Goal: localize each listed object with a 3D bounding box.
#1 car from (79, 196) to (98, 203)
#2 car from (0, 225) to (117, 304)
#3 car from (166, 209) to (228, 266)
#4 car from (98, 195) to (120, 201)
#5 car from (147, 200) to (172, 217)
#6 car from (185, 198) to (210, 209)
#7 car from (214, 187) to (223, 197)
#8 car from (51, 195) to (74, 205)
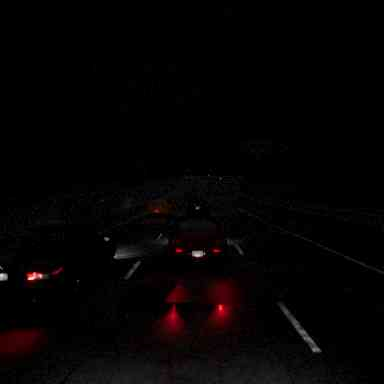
[{"bbox_3d":[-16.314,1.351,52.773,1.994,1.385,4.181,0,1,3],"label":"car"},{"bbox_3d":[-3.353,1.543,8.371,2.033,1.411,5.357,0,0,1],"label":"car"},{"bbox_3d":[0.182,1.521,11.438,1.812,1.442,4.674,0,0,1],"label":"car"},{"bbox_3d":[-12.815,1.267,52.765,1.882,1.535,5.008,0,1,3],"label":"car"},{"bbox_3d":[-2.945,1.458,30.883,1.882,1.535,5.008,0,0,2],"label":"car"},{"bbox_3d":[0.509,1.338,29.105,2.097,1.767,4.553,0,0,1],"label":"car"},{"bbox_3d":[6.959,0.313,88.538,2.097,1.767,4.553,0,2,5],"label":"car"},{"bbox_3d":[-19.898,1.301,51.153,2.128,1.511,4.902,0,1,3],"label":"car"}]
